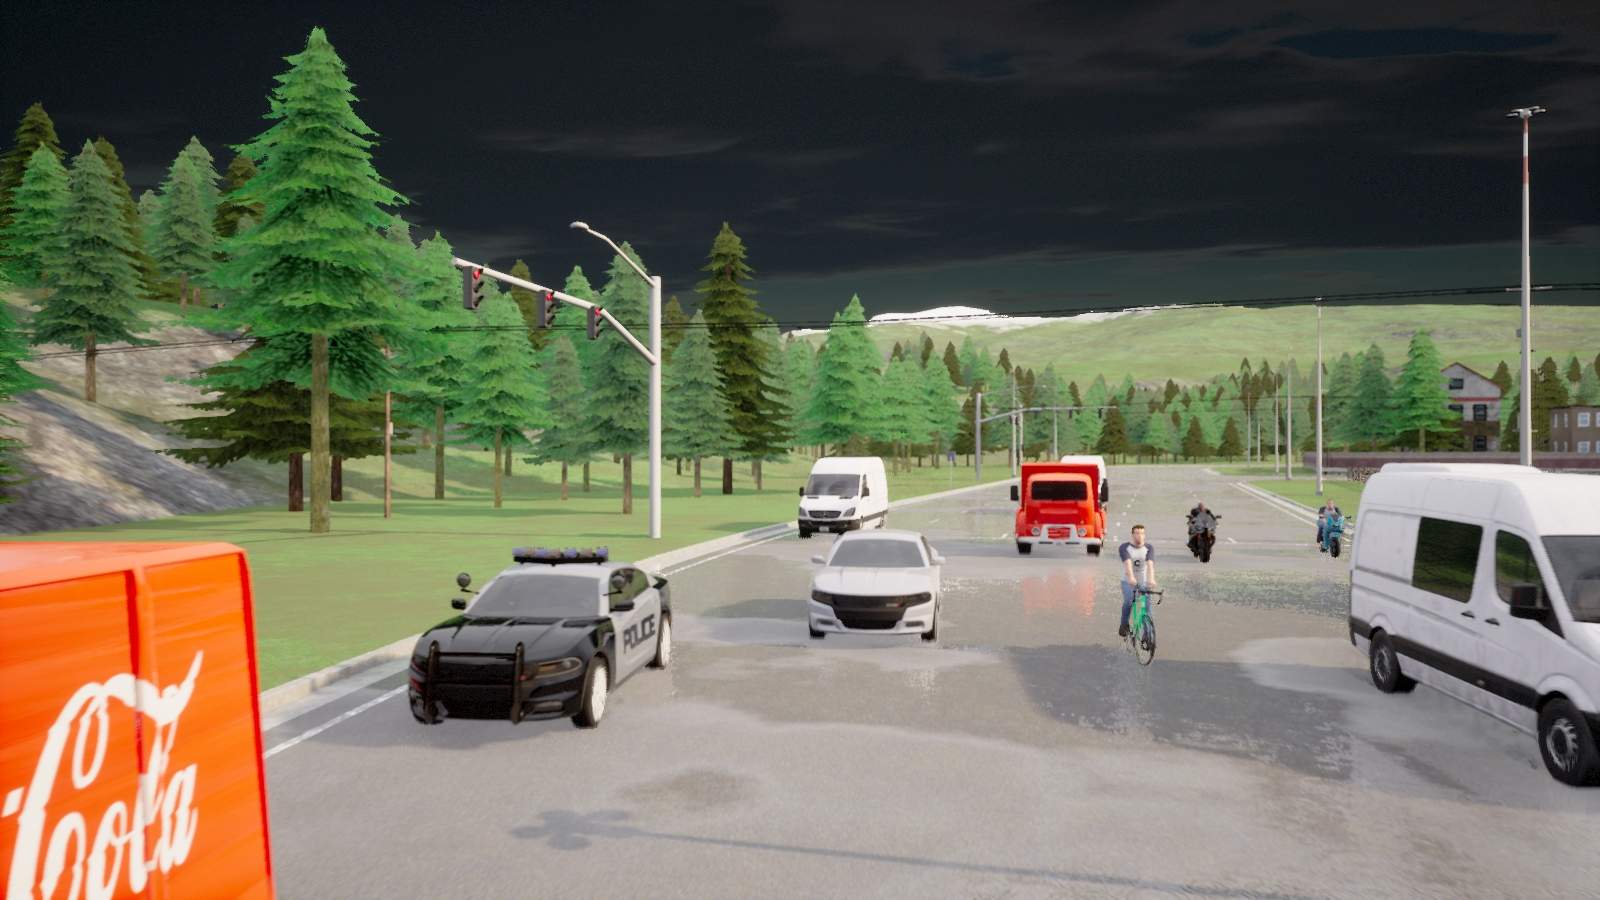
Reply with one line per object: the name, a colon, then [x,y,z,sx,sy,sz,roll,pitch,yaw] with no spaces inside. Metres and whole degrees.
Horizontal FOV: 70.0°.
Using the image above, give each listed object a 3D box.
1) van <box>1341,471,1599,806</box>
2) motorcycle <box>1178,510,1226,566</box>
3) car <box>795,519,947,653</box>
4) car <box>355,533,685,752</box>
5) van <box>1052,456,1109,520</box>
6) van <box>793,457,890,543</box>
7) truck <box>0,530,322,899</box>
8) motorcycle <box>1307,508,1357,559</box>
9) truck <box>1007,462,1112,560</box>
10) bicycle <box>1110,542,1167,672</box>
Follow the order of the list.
van: [7.558,1.538,11.424,1.988,2.561,5.915,0,0,6]
motorcycle: [10.211,2.212,29.103,0.867,1.251,2.209,0,0,12]
car: [1.301,2.039,18.411,2.097,1.535,5.006,0,0,8]
car: [-2.899,1.985,13.303,2.097,1.638,5.238,0,0,6]
van: [12.224,1.546,49.553,1.988,2.561,5.915,0,0,18]
van: [1.487,1.543,37.791,1.988,2.561,5.915,0,0,15]
truck: [-3.434,1.572,2.347,2.627,2.467,5.204,0,0,1]
motorcycle: [14.062,2.194,30.273,0.803,1.199,2.033,0,0,13]
truck: [7.238,1.578,31.845,2.627,2.467,5.204,0,0,13]
bicycle: [4.526,2.060,15.356,0.373,1.496,1.643,1,0,5]
